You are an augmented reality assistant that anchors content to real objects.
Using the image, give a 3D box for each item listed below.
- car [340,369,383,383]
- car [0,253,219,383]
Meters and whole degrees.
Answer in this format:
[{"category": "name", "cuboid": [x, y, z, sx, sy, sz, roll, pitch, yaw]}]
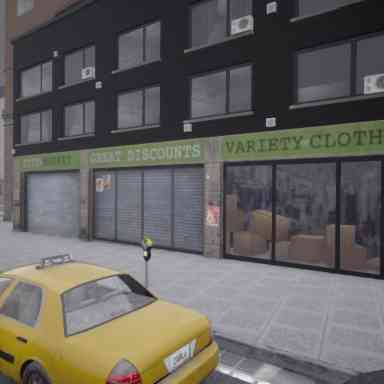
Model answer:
[{"category": "car", "cuboid": [2.701, 1.551, 1.167, 4.403, 1.369, 2.008, 0, 1, 35]}, {"category": "car", "cuboid": [-1.990, 1.524, 4.502, 4.829, 1.417, 1.752, 0, 1, 35]}]
